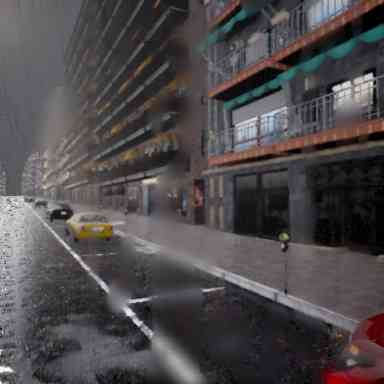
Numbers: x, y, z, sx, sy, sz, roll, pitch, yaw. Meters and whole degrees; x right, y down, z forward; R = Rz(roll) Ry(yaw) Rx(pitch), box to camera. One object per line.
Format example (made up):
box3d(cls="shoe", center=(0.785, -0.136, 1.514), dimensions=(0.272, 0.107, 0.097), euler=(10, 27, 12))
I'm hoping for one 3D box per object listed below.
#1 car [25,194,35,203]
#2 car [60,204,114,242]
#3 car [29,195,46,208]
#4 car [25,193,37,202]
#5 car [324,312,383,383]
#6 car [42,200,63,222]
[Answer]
box3d(cls="car", center=(-31.600, 1.556, 66.126), dimensions=(1.947, 1.339, 4.313), euler=(3, -1, -28))
box3d(cls="car", center=(-5.101, 1.545, 16.255), dimensions=(1.752, 1.417, 4.829), euler=(3, -1, -28))
box3d(cls="car", center=(-20.968, 1.548, 46.117), dimensions=(2.008, 1.369, 4.403), euler=(3, -1, -28))
box3d(cls="car", center=(-36.905, 1.306, 76.134), dimensions=(2.192, 1.841, 5.009), euler=(3, -1, -28))
box3d(cls="car", center=(2.959, 1.347, 1.101), dimensions=(2.192, 1.841, 5.009), euler=(3, -1, -28))
box3d(cls="car", center=(-10.338, 1.577, 26.109), dimensions=(1.947, 1.339, 4.313), euler=(3, -1, -28))
